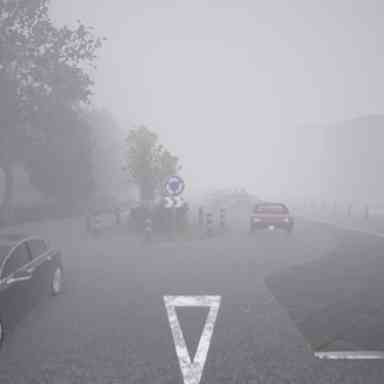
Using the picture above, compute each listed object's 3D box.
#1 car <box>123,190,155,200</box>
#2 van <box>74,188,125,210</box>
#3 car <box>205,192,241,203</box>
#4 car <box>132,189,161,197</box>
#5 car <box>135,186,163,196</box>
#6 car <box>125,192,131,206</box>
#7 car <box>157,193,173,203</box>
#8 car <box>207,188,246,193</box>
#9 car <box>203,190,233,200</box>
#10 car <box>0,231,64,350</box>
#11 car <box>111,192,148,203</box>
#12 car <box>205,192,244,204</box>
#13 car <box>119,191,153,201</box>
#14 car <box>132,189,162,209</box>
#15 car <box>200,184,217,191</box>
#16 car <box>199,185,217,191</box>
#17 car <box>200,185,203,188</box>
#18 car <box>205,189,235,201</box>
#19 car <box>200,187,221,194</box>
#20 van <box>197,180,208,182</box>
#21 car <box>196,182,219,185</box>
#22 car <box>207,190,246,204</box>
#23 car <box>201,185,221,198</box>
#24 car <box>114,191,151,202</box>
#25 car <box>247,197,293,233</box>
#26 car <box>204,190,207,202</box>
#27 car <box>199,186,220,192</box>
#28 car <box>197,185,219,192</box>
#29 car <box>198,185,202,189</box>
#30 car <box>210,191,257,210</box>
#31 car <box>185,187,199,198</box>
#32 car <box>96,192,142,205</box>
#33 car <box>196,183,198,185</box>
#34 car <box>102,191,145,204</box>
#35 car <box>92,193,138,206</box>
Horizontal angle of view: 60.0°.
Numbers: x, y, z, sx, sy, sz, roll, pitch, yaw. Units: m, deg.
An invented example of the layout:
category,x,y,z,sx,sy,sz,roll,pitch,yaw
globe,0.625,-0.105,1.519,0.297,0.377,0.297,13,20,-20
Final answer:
category,x,y,z,sx,sy,sz,roll,pitch,yaw
car,-8.795,0.483,55.216,4.892,1.521,2.231,0,1,0
van,-8.687,0.600,30.106,4.442,1.987,1.878,1,0,0
car,4.304,0.712,46.894,4.792,1.488,2.163,0,1,0
car,-8.612,0.205,63.447,5.366,1.575,1.946,0,2,0
car,-8.823,-0.271,69.010,5.566,2.045,2.435,0,2,0
car,-8.815,0.855,32.780,4.674,1.452,2.002,0,0,0
car,-3.853,0.790,47.448,1.895,1.301,4.718,0,1,0
car,4.238,0.680,35.752,4.553,1.767,2.185,0,0,0
car,4.308,0.510,55.262,4.792,1.488,2.163,0,2,0
car,-3.635,1.523,5.678,1.837,1.490,4.892,2,0,-5
car,-8.776,0.715,46.720,4.792,1.488,2.163,0,1,0
car,4.279,0.729,44.115,4.892,1.521,2.231,0,1,0
car,-8.797,0.561,52.300,5.008,1.535,2.097,0,1,0
car,-3.860,0.696,30.744,2.097,1.767,4.553,0,0,0
car,4.327,-1.138,88.522,4.553,1.767,2.185,0,3,0
car,4.290,-1.165,91.433,4.892,1.521,2.231,0,3,0
car,4.252,0.077,63.607,4.553,1.767,2.185,0,2,0
car,4.308,0.431,52.471,4.553,1.767,2.185,0,1,0
car,4.292,-0.391,77.539,4.674,1.452,2.002,0,3,0
van,4.181,-1.540,94.201,4.442,1.987,1.878,0,3,0
car,4.263,-0.829,80.303,5.566,2.045,2.435,0,3,0
car,4.238,0.845,32.967,4.792,1.488,2.163,0,0,0
car,4.243,0.512,41.323,5.566,2.045,2.435,0,1,0
car,-8.799,0.627,49.510,5.008,1.535,2.097,0,1,0
car,3.864,1.193,16.794,1.895,1.301,4.718,0,2,10
car,4.276,0.789,38.532,5.008,1.535,2.097,0,1,0
car,4.298,-0.725,83.095,5.008,1.535,2.097,0,3,0
car,4.108,-0.875,85.874,5.366,1.575,1.946,0,3,0
car,4.292,-0.154,71.971,5.008,1.535,2.097,0,3,0
car,4.295,0.853,30.183,4.792,1.488,2.163,0,0,0
car,-0.257,0.353,61.284,2.033,1.411,5.357,0,2,0
car,-8.994,0.760,41.269,5.366,1.575,1.946,0,1,0
car,-0.254,-0.341,70.551,2.097,1.767,4.553,0,3,0
car,-8.992,0.725,44.064,5.366,1.575,1.946,0,1,0
car,-8.838,0.819,38.477,4.792,1.488,2.163,0,0,0
